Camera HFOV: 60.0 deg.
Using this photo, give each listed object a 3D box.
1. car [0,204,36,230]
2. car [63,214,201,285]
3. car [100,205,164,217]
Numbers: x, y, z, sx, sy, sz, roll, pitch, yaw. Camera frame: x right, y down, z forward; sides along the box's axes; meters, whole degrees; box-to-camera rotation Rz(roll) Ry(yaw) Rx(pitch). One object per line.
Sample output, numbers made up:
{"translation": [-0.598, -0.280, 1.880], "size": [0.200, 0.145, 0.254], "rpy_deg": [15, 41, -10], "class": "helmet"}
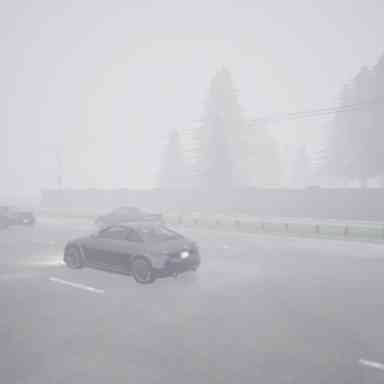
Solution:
{"translation": [-11.623, 1.511, 20.877], "size": [4.674, 1.442, 1.812], "rpy_deg": [0, 0, 35], "class": "car"}
{"translation": [-1.809, 1.559, 9.582], "size": [4.181, 1.385, 1.994], "rpy_deg": [0, 0, 35], "class": "car"}
{"translation": [-3.666, 1.516, 19.503], "size": [4.674, 1.442, 1.812], "rpy_deg": [0, 0, 35], "class": "car"}
